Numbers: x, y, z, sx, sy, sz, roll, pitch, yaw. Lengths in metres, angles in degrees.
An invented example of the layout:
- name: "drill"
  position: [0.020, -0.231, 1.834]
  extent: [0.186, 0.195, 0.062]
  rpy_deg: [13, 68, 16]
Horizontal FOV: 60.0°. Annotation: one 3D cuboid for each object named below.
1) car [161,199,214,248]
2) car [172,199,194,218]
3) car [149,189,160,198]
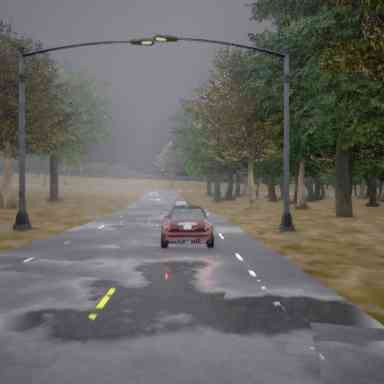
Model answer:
- name: "car"
  position: [-0.232, 1.332, 14.725]
  extent: [2.097, 1.767, 4.553]
  rpy_deg: [0, 0, -2]
- name: "car"
  position: [-0.906, 1.389, 29.796]
  extent: [1.812, 1.442, 4.674]
  rpy_deg: [0, 1, -3]
- name: "car"
  position: [-8.586, 0.366, 76.327]
  extent: [2.150, 2.045, 5.566]
  rpy_deg: [0, 2, -6]
